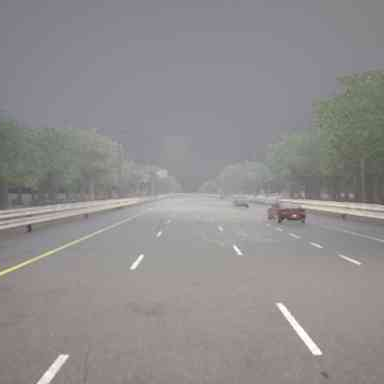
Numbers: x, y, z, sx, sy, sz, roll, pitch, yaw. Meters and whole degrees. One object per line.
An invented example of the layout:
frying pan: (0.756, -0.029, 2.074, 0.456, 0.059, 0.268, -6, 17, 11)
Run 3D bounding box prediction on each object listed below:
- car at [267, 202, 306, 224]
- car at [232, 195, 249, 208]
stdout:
car: (6.995, 1.477, 25.108, 1.882, 1.535, 5.008, 0, 0, 0)
car: (6.992, 1.544, 48.553, 2.033, 1.411, 5.357, 0, 0, 0)
